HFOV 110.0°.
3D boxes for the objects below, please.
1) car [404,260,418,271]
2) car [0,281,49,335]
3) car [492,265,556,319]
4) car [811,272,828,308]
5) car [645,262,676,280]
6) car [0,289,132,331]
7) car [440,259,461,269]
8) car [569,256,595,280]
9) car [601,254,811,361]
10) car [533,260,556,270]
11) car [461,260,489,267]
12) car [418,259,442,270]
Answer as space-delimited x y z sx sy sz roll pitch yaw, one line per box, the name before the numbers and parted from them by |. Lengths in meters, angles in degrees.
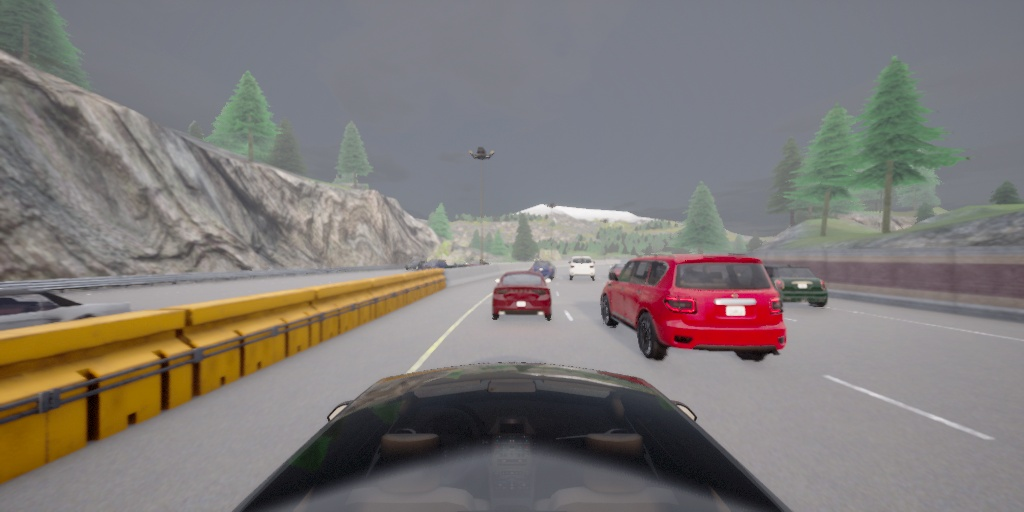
car | -13.930 1.367 52.845 1.837 1.490 4.892 0 0 17
car | -13.998 1.350 7.726 1.895 1.301 4.718 0 0 1
car | 0.394 1.256 12.946 1.882 1.535 5.008 0 0 3
car | 11.104 1.150 15.635 2.097 1.767 4.553 0 0 4
car | 13.673 1.351 33.274 1.837 1.490 4.892 0 0 12
car | -10.517 1.351 6.730 1.895 1.301 4.718 0 0 1
car | -7.631 1.463 49.534 1.895 1.301 4.718 0 0 17
car | 6.331 1.057 32.449 2.150 2.045 5.566 0 0 11
car | 3.695 0.993 8.503 2.150 2.045 5.566 0 0 1
car | 2.917 1.185 33.044 2.097 1.767 4.553 0 0 11
car | -4.572 1.338 47.480 1.882 1.535 5.008 0 0 16
car | -10.875 1.215 50.813 2.097 1.767 4.553 0 0 17
